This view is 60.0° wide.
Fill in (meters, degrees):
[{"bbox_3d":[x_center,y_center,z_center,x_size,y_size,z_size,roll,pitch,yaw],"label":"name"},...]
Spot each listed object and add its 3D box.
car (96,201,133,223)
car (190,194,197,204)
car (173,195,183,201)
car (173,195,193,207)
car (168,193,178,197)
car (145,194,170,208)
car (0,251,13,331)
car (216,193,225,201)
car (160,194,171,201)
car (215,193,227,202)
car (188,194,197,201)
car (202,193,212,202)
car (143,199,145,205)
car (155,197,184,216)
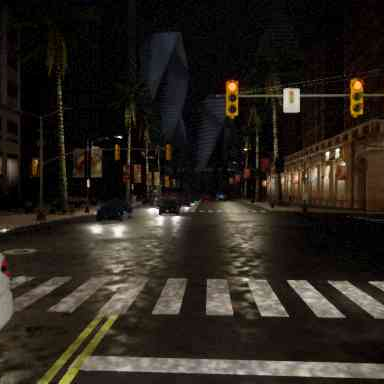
[{"bbox_3d":[-5.955,1.477,26.092,1.882,1.535,5.008,0,0,3],"label":"car"},{"bbox_3d":[-0.512,1.504,66.177,1.837,1.490,4.892,0,0,3],"label":"car"},{"bbox_3d":[-3.331,1.486,80.861,2.033,1.411,5.357,0,0,2],"label":"car"},{"bbox_3d":[-1.319,1.564,50.379,1.994,1.385,4.181,0,0,3],"label":"car"},{"bbox_3d":[-3.988,1.222,66.642,2.150,2.045,5.566,0,0,3],"label":"car"},{"bbox_3d":[-4.925,1.491,48.194,2.128,1.511,4.902,0,0,3],"label":"car"},{"bbox_3d":[-3.542,1.221,2.170,2.150,2.045,5.566,0,0,3],"label":"car"},{"bbox_3d":[7.433,1.217,88.091,2.150,2.045,5.566,0,0,2],"label":"car"},{"bbox_3d":[-6.417,1.354,81.273,2.185,1.767,4.553,0,0,2],"label":"car"},{"bbox_3d":[7.074,1.522,78.017,2.128,1.511,4.902,0,0,2],"label":"car"},{"bbox_3d":[0.179,1.295,81.074,2.097,1.767,4.553,0,0,2],"label":"car"},{"bbox_3d":[3.565,1.224,77.812,2.150,2.045,5.566,0,0,2],"label":"car"},{"bbox_3d":[-7.505,1.513,59.369,2.161,1.482,4.786,0,0,2],"label":"car"},{"bbox_3d":[-2.147,1.505,32.668,1.837,1.490,4.892,0,0,3],"label":"car"}]
